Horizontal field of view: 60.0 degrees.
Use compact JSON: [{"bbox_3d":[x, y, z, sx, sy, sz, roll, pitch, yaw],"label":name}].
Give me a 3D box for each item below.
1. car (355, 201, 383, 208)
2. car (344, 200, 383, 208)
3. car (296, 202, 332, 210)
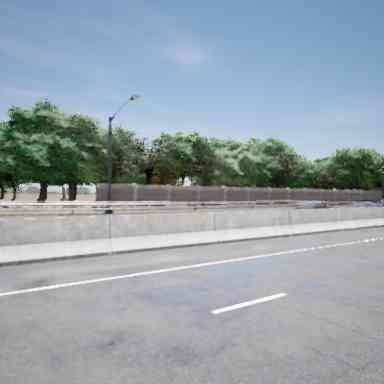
[{"bbox_3d":[19.555,1.925,35.138,4.181,1.385,1.994,1,0,-35],"label":"car"},{"bbox_3d":[20.297,1.943,39.957,5.357,1.411,2.033,1,0,-35],"label":"car"},{"bbox_3d":[14.843,1.902,40.373,5.357,1.411,2.033,1,0,-35],"label":"car"}]
